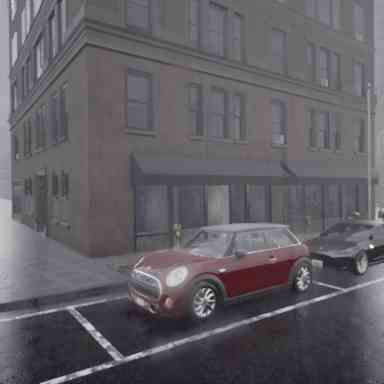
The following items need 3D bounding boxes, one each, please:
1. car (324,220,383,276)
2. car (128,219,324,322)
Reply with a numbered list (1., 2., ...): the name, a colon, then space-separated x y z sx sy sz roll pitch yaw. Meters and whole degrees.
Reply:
1. car: 5.181 1.563 10.319 4.313 1.339 1.947 0 -1 -35
2. car: 0.688 1.439 7.136 4.097 1.590 1.967 0 -1 -35
